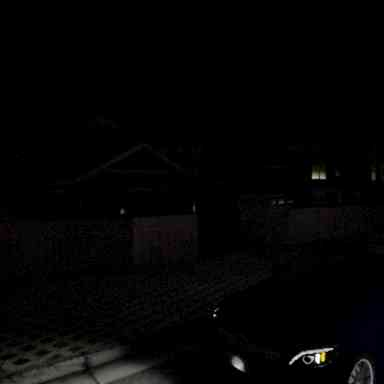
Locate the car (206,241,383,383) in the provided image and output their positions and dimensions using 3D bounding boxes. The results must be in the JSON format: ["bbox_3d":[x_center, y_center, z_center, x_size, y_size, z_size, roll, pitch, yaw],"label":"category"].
[{"bbox_3d":[2.344,1.529,4.902,4.674,1.442,1.812,0,0,-37],"label":"car"}]
